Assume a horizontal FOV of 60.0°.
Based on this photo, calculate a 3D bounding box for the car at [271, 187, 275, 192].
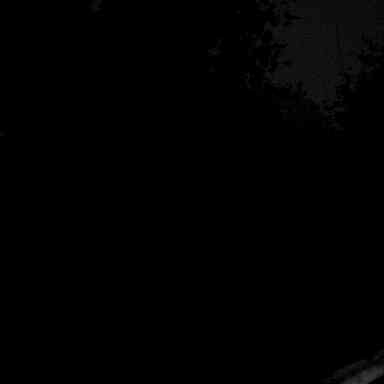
[{"bbox_3d":[8.469,-0.355,40.953,2.163,1.488,4.792,5,4,37],"label":"car"}]
